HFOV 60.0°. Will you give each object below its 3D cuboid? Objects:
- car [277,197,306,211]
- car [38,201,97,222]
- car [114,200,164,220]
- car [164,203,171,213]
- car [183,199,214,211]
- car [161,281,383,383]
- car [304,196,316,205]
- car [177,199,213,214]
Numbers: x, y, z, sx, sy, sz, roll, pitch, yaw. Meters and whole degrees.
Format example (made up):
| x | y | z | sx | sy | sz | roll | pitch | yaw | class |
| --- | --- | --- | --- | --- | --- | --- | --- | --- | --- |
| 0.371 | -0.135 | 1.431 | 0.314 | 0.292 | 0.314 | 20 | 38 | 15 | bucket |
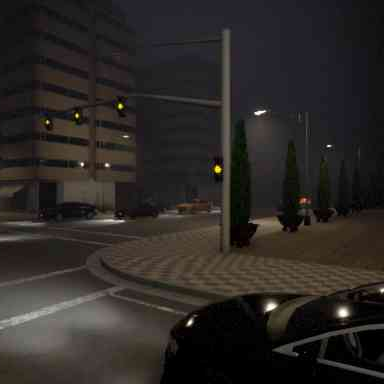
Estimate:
| x | y | z | sx | sy | sz | roll | pitch | yaw | class |
| --- | --- | --- | --- | --- | --- | --- | --- | --- | --- |
| 11.817 | 1.619 | 39.988 | 1.994 | 1.385 | 4.181 | 0 | 0 | 35 | car |
| -10.132 | 1.560 | 27.461 | 1.837 | 1.490 | 4.892 | 0 | 0 | 35 | car |
| -4.757 | 1.619 | 29.005 | 1.994 | 1.385 | 4.181 | 0 | 0 | 35 | car |
| -4.511 | 1.603 | 35.418 | 2.033 | 1.411 | 5.357 | 0 | 0 | 35 | car |
| 0.940 | 1.619 | 43.107 | 1.994 | 1.385 | 4.181 | 0 | 0 | 36 | car |
| 1.928 | 1.492 | 2.598 | 4.902 | 1.511 | 2.128 | 0 | 0 | 36 | car |
| 20.317 | 1.407 | 58.463 | 2.097 | 1.767 | 4.553 | 0 | 0 | 32 | car |
| 0.394 | 1.533 | 36.293 | 1.882 | 1.535 | 5.008 | 0 | 0 | 35 | car |
